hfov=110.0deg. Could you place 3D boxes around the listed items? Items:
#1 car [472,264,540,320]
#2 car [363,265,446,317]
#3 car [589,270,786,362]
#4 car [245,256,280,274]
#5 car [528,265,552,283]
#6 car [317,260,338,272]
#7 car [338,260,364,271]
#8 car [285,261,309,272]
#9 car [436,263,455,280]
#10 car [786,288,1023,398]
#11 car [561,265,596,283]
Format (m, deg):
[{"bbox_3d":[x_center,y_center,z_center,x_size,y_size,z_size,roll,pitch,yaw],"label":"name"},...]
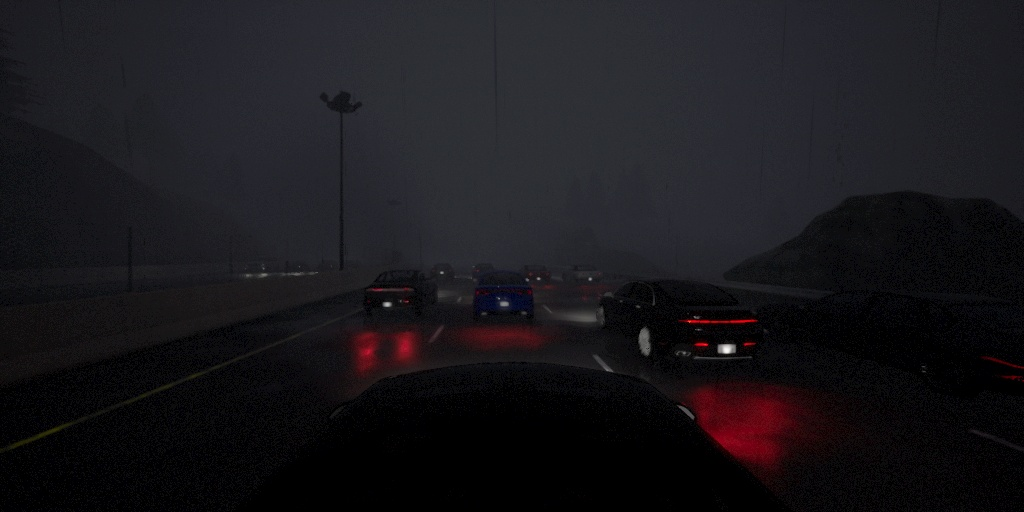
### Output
[{"bbox_3d":[-0.369,1.224,12.733,1.882,1.535,5.008,0,0,-4],"label":"car"},{"bbox_3d":[-3.909,1.245,13.212,2.128,1.511,4.902,0,0,-4],"label":"car"},{"bbox_3d":[3.367,1.245,8.191,1.837,1.490,4.892,0,0,-2],"label":"car"},{"bbox_3d":[-30.402,1.020,43.905,2.150,2.045,5.566,0,0,-15],"label":"car"},{"bbox_3d":[1.617,1.337,27.799,1.895,1.301,4.718,0,0,-8],"label":"car"},{"bbox_3d":[-23.984,1.261,46.905,1.882,1.535,5.008,0,0,-15],"label":"car"},{"bbox_3d":[-19.898,1.266,45.093,2.128,1.511,4.902,0,0,-15],"label":"car"},{"bbox_3d":[-27.275,1.317,45.688,1.812,1.442,4.674,0,0,-15],"label":"car"},{"bbox_3d":[-5.944,1.315,30.776,1.994,1.385,4.181,0,0,-9],"label":"car"},{"bbox_3d":[6.955,1.281,6.447,2.033,1.411,5.357,0,0,-2],"label":"car"},{"bbox_3d":[5.210,1.330,27.373,1.895,1.301,4.718,0,0,-8],"label":"car"}]
